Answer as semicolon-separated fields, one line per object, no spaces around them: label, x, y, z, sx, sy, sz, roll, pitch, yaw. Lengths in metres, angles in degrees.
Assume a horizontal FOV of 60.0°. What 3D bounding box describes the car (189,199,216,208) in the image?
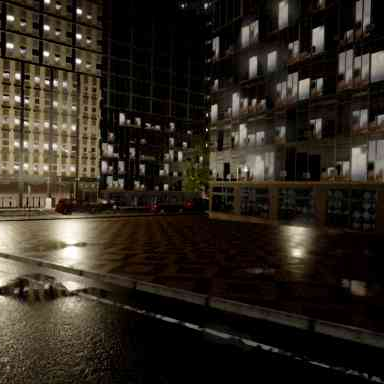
car;1.772;1.877;56.126;4.313;1.339;1.947;1;1;-34

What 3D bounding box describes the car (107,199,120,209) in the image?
car;-12.280;1.726;46.546;4.403;1.369;2.008;1;1;-34

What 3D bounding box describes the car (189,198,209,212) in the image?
car;1.529;1.785;46.418;5.009;1.841;2.192;1;1;-34

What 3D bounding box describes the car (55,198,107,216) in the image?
car;-12.522;1.650;36.838;5.009;1.841;2.192;1;1;-34

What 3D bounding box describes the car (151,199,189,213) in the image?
car;-3.160;1.970;43.229;4.507;1.381;1.887;1;1;-34

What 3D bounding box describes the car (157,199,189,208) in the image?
car;-3.052;1.790;52.836;4.829;1.417;1.752;1;1;-34
